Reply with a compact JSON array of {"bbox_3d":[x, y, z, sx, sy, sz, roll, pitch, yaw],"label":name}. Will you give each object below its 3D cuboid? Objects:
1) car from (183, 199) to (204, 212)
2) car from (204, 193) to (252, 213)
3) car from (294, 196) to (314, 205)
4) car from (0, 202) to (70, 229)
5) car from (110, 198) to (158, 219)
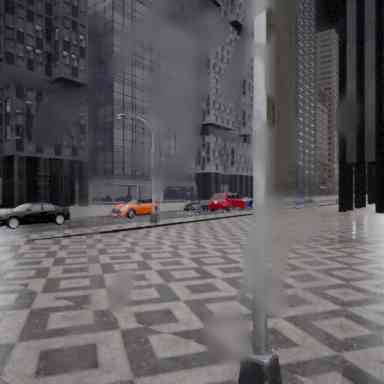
[{"bbox_3d":[0.869,1.519,37.446,1.994,1.385,4.181,0,0,36],"label":"car"},{"bbox_3d":[4.038,1.175,36.364,2.150,2.045,5.566,0,0,36],"label":"car"},{"bbox_3d":[19.444,1.466,57.456,2.033,1.411,5.357,0,0,38],"label":"car"},{"bbox_3d":[-10.520,1.458,21.882,1.882,1.535,5.008,0,0,36],"label":"car"},{"bbox_3d":[-5.030,1.320,29.385,2.097,1.767,4.553,0,0,36],"label":"car"}]
